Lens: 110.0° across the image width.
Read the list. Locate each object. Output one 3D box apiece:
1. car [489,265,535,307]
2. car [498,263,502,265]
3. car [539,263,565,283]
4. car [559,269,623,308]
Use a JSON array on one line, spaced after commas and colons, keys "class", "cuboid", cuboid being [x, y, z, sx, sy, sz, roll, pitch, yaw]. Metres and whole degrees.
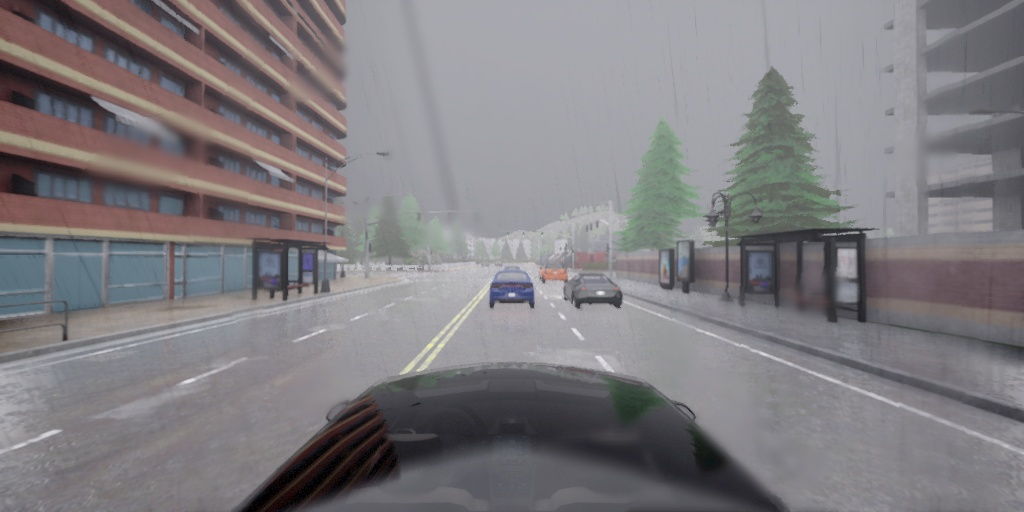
[{"class": "car", "cuboid": [0.003, 1.363, 16.317, 1.882, 1.535, 5.008, 0, 0, 0]}, {"class": "car", "cuboid": [-0.009, 1.568, 30.835, 2.033, 1.411, 5.357, 0, -1, 0]}, {"class": "car", "cuboid": [3.496, 1.372, 30.932, 2.097, 1.767, 4.553, 0, -1, 0]}, {"class": "car", "cuboid": [3.502, 1.448, 16.131, 1.994, 1.385, 4.181, 0, 0, 0]}]
